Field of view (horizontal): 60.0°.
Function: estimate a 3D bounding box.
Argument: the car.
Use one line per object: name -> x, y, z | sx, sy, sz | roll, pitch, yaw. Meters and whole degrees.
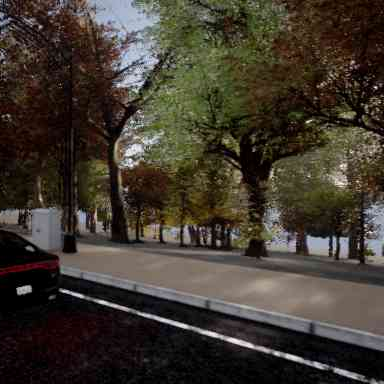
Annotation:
car -> -4.866, 1.526, 7.176 | 5.008, 1.535, 1.882 | 0, 0, 36
